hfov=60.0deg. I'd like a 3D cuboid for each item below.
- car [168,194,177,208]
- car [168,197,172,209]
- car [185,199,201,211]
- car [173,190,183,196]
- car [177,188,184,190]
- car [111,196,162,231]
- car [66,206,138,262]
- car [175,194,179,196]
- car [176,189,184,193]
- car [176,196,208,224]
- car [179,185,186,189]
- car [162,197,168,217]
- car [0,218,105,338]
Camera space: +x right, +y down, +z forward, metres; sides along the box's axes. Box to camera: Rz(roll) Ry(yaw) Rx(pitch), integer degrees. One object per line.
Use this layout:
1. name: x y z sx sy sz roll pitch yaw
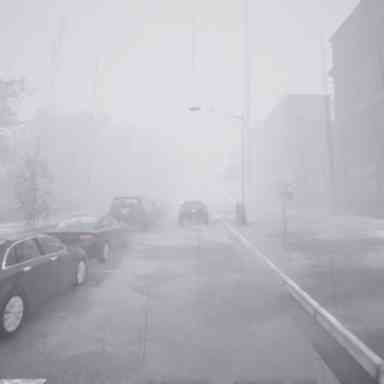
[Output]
1. car: -3.638 1.493 45.674 1.946 1.575 5.366 0 1 2
2. car: -3.657 1.567 34.426 2.163 1.488 4.792 -1 0 2
3. car: 0.106 1.585 43.004 1.994 1.385 4.181 0 0 0
4. car: -3.619 1.128 65.067 2.185 1.767 4.553 2 2 2
5. car: -3.623 0.610 81.820 2.231 1.521 4.892 1 3 2
6. car: -3.647 1.253 21.168 2.435 2.045 5.566 0 0 2
7. car: -3.649 1.517 12.215 2.097 1.535 5.008 0 0 2
8. car: -3.644 1.517 51.811 2.002 1.452 4.674 0 0 2
9. car: -3.620 0.860 76.086 1.946 1.575 5.366 1 2 2
10. car: 0.104 1.377 25.332 2.097 1.767 4.553 0 0 0
11. car: -3.642 -0.156 92.932 2.185 1.767 4.553 0 4 2
12. car: -3.649 1.388 28.822 2.185 1.767 4.553 0 0 2
13. car: -3.650 1.527 6.674 2.231 1.521 4.892 0 -1 2
